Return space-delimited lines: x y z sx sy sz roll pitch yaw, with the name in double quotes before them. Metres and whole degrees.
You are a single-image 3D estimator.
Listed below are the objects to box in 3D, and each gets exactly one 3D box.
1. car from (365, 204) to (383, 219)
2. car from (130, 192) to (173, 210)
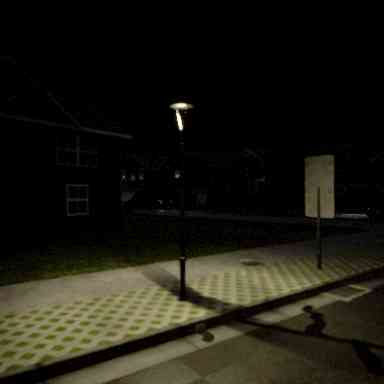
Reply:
"car" 14.859 1.223 23.274 1.837 1.490 4.892 3 -2 -44
"car" -4.089 0.884 33.199 4.553 1.767 2.097 1 1 35
